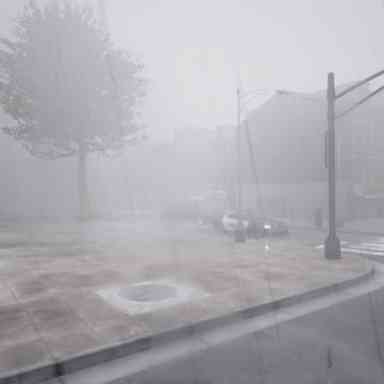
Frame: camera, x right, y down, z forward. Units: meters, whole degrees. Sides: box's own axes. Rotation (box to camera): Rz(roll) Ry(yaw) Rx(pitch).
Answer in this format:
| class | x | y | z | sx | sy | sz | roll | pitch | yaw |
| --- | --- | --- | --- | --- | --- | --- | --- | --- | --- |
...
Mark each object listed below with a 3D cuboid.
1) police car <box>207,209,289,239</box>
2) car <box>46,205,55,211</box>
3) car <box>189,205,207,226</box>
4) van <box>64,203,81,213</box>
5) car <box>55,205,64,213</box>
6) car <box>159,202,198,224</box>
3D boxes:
| class | x | y | z | sx | sy | sz | roll | pitch | yaw |
| --- | --- | --- | --- | --- | --- | --- | --- | --- | --- |
| police car | 3.369 | 1.830 | 19.584 | 2.038 | 1.542 | 4.974 | -1 | -1 | -35 |
| car | -29.924 | 3.397 | 71.149 | 1.802 | 1.307 | 4.206 | -3 | 0 | -35 |
| car | 2.046 | 1.976 | 25.986 | 2.008 | 1.369 | 4.403 | -3 | 0 | -35 |
| van | -20.345 | 2.731 | 57.599 | 1.690 | 1.788 | 3.998 | -3 | 0 | -35 |
| car | -23.631 | 3.060 | 62.255 | 1.752 | 1.417 | 4.829 | -3 | 0 | -35 |
| car | -1.163 | 1.876 | 30.501 | 2.192 | 1.841 | 5.009 | -3 | 0 | -35 |
